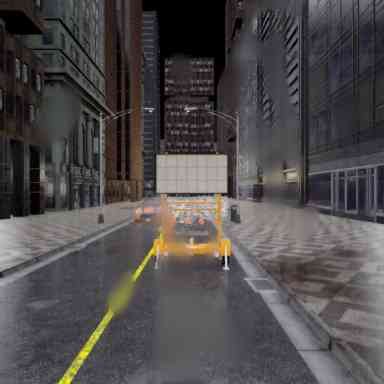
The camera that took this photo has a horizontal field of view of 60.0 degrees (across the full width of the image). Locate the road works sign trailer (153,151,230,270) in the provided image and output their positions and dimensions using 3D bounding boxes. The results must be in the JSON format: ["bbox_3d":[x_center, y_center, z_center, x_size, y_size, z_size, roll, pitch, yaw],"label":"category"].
[{"bbox_3d":[-0.002,0.463,11.057,2.380,3.560,2.880,0,0,0],"label":"road works sign trailer"}]

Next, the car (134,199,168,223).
[{"bbox_3d":[-3.018,1.351,25.254,2.097,1.767,4.553,0,0,0],"label":"car"}]
